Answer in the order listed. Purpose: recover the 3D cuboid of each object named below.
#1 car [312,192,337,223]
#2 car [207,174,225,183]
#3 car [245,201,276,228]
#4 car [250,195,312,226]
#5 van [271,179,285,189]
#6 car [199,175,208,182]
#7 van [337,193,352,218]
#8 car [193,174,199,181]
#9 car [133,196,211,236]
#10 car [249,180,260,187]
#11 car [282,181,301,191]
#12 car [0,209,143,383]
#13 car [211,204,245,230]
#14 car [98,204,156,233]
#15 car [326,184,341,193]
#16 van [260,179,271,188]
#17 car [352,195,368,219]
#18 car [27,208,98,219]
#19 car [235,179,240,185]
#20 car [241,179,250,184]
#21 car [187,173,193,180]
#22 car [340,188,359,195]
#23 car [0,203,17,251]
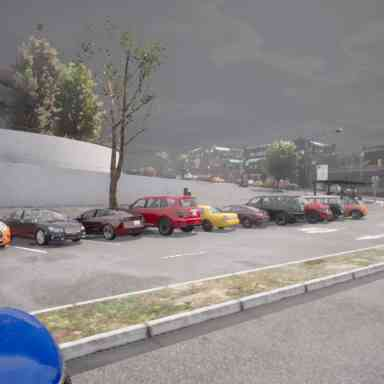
[{"bbox_3d":[7.778,1.268,25.684,5.566,2.045,2.435,-1,-1,35],"label":"car"},{"bbox_3d":[6.924,-3.176,87.312,1.946,1.575,5.366,7,3,34],"label":"car"},{"bbox_3d":[2.840,1.549,22.218,4.674,1.452,2.002,-1,-1,35],"label":"car"},{"bbox_3d":[5.266,1.263,23.977,5.566,2.045,2.435,-1,-1,35],"label":"car"},{"bbox_3d":[18.920,-1.491,69.826,1.878,1.987,4.442,7,4,35],"label":"van"},{"bbox_3d":[5.071,-3.698,89.570,2.435,2.045,5.566,7,3,34],"label":"car"},{"bbox_3d":[10.315,1.297,27.356,4.442,1.987,1.878,-1,-1,35],"label":"van"},{"bbox_3d":[3.275,-3.850,92.035,2.185,1.767,4.553,6,3,34],"label":"car"},{"bbox_3d":[-2.084,1.249,18.759,5.566,2.045,2.435,-1,-1,34],"label":"car"},{"bbox_3d":[15.613,-1.812,75.026,1.946,1.575,5.366,7,3,35],"label":"car"},{"bbox_3d":[20.682,-0.992,67.465,2.231,1.521,4.892,7,3,35],"label":"car"},{"bbox_3d":[-3.140,1.223,0.892,5.566,2.045,2.150,0,0,-36],"label":"car"},{"bbox_3d":[0.235,1.504,20.588,5.366,1.575,1.946,-1,-1,35],"label":"car"},{"bbox_3d":[-4.527,1.525,17.012,4.792,1.488,2.163,-1,-1,34],"label":"car"},{"bbox_3d":[25.898,-0.426,60.084,2.435,2.045,5.566,7,3,35],"label":"car"},{"bbox_3d":[17.189,-1.764,72.296,1.878,1.987,4.442,7,4,35],"label":"van"},{"bbox_3d":[12.723,1.404,29.108,4.553,1.767,2.185,-1,-1,35],"label":"car"},{"bbox_3d":[-6.946,1.494,15.263,4.892,1.521,2.231,-1,-1,34],"label":"car"},{"bbox_3d":[12.035,-2.317,79.806,2.002,1.452,4.674,7,3,35],"label":"car"},{"bbox_3d":[13.780,-2.043,77.345,2.002,1.452,4.674,7,4,35],"label":"car"},{"bbox_3d":[1.543,-4.085,94.503,2.185,1.767,4.553,4,1,33],"label":"car"},{"bbox_3d":[27.591,0.137,57.613,2.002,1.452,4.674,7,3,35],"label":"car"},{"bbox_3d":[-9.411,1.367,13.536,4.553,1.767,2.185,-1,-1,34],"label":"car"}]
